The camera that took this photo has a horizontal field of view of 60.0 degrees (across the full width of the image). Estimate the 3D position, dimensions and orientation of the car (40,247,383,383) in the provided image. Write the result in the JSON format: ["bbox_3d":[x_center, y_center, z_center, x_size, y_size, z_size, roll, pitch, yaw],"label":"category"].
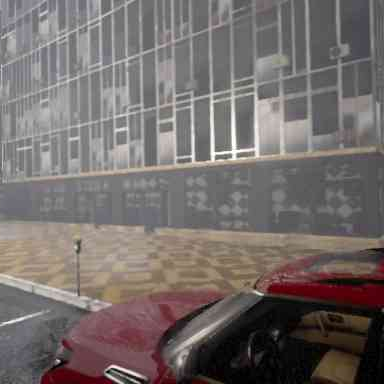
[{"bbox_3d":[1.164,1.316,2.062,5.009,1.841,2.192,-1,-1,36],"label":"car"}]
